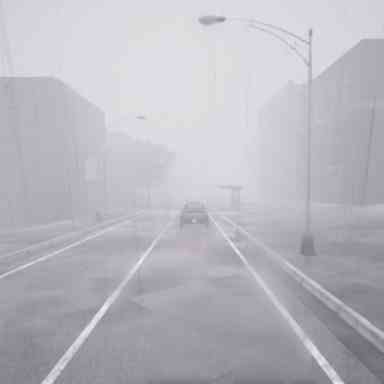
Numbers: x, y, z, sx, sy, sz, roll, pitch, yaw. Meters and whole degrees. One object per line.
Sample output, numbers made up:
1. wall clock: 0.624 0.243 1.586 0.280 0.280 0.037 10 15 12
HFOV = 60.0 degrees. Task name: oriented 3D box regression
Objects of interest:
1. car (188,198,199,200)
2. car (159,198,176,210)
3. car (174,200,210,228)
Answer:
1. car: 0.164 1.552 42.449 2.128 1.511 4.902 0 0 0
2. car: -3.184 1.569 43.668 1.837 1.490 4.892 0 0 1
3. car: 0.142 1.503 22.137 2.128 1.511 4.902 0 0 0
